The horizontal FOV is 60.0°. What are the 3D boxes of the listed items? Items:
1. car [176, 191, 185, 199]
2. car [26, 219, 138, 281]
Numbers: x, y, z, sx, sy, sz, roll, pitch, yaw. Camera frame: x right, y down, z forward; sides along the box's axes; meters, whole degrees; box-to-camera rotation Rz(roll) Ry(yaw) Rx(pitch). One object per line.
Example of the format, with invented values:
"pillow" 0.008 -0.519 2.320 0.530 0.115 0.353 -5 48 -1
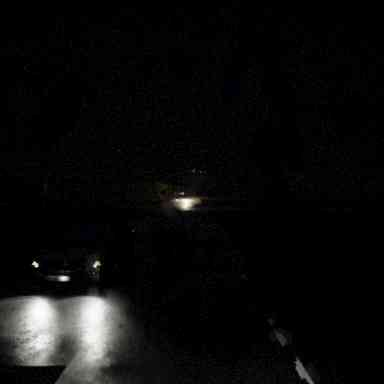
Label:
"car" -2.780 0.675 81.172 2.150 2.045 5.566 0 1 0
"car" -2.853 1.536 10.057 2.033 1.411 5.357 0 0 0
